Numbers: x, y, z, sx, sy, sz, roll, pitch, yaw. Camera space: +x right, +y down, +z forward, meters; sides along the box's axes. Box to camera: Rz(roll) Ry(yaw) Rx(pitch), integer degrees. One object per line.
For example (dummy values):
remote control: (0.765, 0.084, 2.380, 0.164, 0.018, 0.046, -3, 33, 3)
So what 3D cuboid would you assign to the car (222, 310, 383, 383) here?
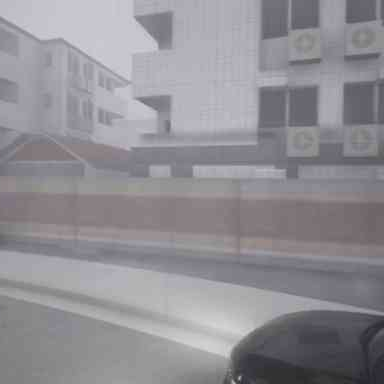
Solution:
car: (2.494, 1.521, 2.024, 4.892, 1.490, 1.837, 2, 1, 36)
